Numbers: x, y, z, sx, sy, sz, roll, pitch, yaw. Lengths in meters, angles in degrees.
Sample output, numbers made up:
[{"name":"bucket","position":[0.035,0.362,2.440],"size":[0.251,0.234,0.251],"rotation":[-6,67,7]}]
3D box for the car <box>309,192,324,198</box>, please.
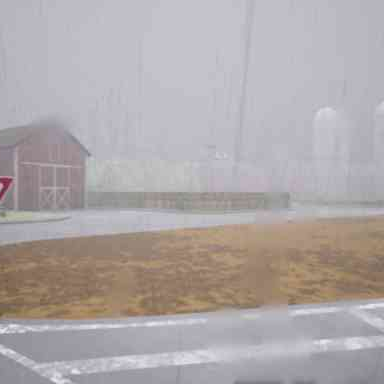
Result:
[{"name":"car","position":[32.362,1.558,85.209],"size":[2.242,1.667,4.611],"rotation":[0,0,35]}]
